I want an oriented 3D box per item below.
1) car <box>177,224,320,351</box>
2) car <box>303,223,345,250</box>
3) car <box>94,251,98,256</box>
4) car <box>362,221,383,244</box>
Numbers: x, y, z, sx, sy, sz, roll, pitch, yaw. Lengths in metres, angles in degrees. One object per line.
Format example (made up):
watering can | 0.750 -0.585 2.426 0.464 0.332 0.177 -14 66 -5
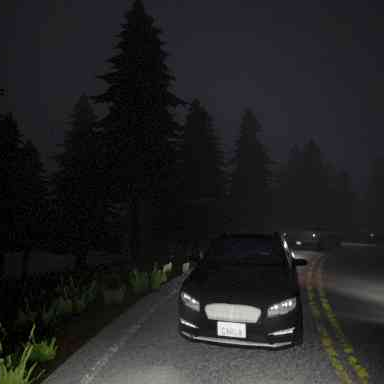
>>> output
car | 1.138 1.562 6.640 2.128 1.511 4.902 -1 -2 15
car | 6.545 2.313 17.776 1.895 1.301 4.718 -3 -6 39
car | -20.228 13.651 73.018 4.181 1.381 1.994 -2 -5 31
car | 16.142 3.262 26.632 5.566 2.045 2.150 8 -8 -28
